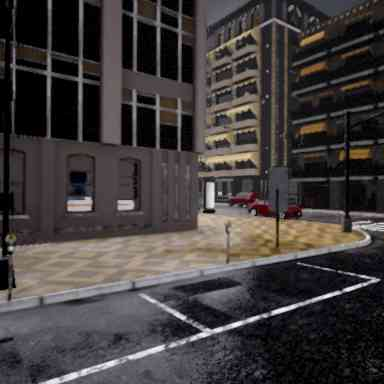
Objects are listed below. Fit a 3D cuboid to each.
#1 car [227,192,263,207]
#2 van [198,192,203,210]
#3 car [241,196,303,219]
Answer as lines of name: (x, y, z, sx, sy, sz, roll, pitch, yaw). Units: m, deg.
car: (6.385, 0.935, 39.297, 2.192, 1.841, 5.009, 2, 0, -36)
van: (-0.396, 0.880, 34.372, 1.690, 1.788, 3.998, 2, 0, -36)
car: (6.238, 1.260, 25.213, 1.887, 1.381, 4.507, 2, 0, -36)
